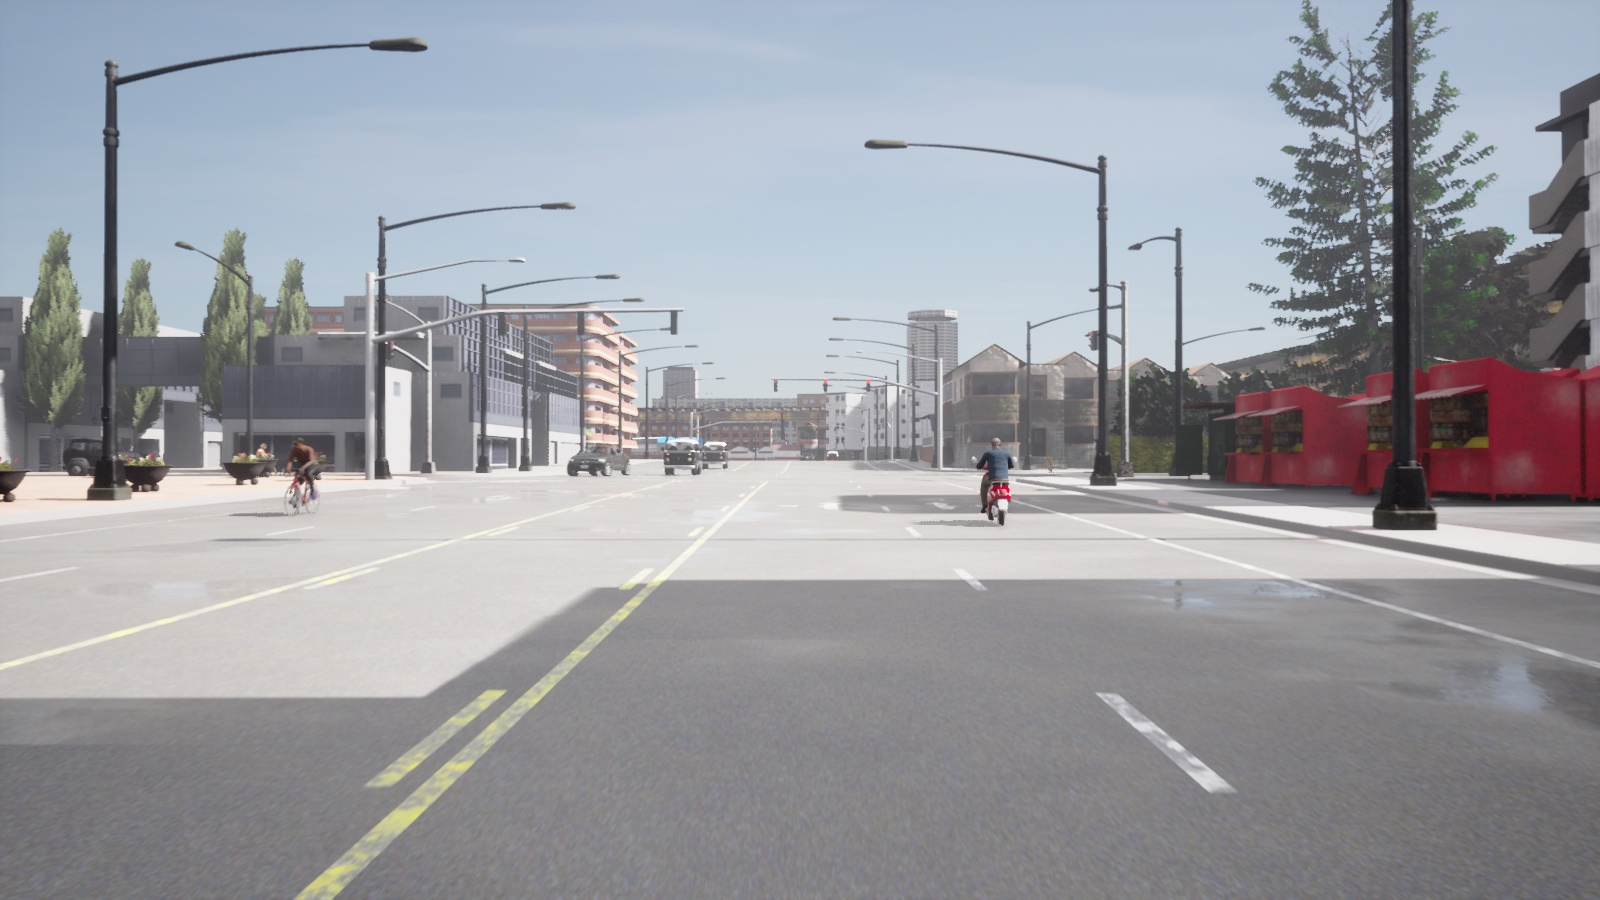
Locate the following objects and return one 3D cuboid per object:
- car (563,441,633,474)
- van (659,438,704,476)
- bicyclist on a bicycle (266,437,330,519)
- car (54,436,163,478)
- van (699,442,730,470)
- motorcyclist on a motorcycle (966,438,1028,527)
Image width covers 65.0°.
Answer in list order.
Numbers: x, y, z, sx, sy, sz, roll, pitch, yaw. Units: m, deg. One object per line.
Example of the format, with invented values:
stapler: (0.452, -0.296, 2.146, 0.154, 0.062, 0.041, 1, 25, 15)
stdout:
car: (-10.630, 0.411, 66.543, 2.152, 1.651, 5.027, 0, -1, 10)
van: (-6.579, 0.390, 70.119, 2.069, 2.038, 4.480, 0, 0, 0)
bicyclist on a bicycle: (-10.268, 0.550, 25.734, 0.582, 1.620, 1.656, 0, 1, 2)
car: (-31.255, 0.320, 56.845, 3.866, 1.878, 1.905, 0, -1, 1)
van: (-6.435, 0.413, 94.955, 2.069, 2.038, 4.480, 0, 0, 0)
motorcyclist on a motorcycle: (3.651, 0.574, 23.415, 0.866, 1.590, 1.817, 0, 0, 0)
